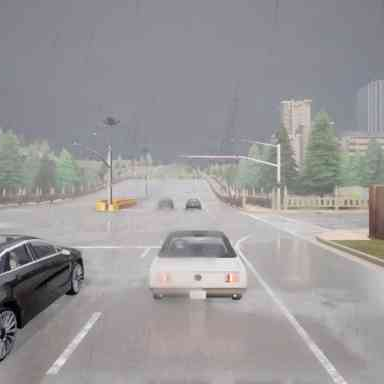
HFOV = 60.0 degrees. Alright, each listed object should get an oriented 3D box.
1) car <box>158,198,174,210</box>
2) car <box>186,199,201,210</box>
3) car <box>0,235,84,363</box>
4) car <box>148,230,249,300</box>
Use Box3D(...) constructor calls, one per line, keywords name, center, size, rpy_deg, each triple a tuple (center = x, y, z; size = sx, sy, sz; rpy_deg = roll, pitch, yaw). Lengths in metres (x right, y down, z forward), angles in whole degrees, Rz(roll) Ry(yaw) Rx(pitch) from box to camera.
Box3D(name="car", center=(-3.322, 1.505, 43.707), size=(1.837, 1.490, 4.892), rpy_deg=(0, 0, 0))
Box3D(name="car", center=(0.180, 1.564, 43.860), size=(1.994, 1.385, 4.181), rpy_deg=(0, 0, 0))
Box3D(name="car", center=(-3.389, 1.492, 5.796), size=(2.128, 1.511, 4.902), rpy_deg=(0, 0, 0))
Box3D(name="car", center=(0.114, 1.601, 8.331), size=(1.895, 1.301, 4.718), rpy_deg=(0, 0, 0))
